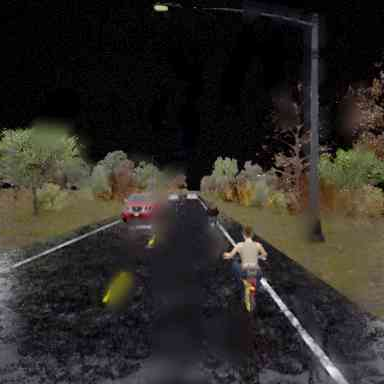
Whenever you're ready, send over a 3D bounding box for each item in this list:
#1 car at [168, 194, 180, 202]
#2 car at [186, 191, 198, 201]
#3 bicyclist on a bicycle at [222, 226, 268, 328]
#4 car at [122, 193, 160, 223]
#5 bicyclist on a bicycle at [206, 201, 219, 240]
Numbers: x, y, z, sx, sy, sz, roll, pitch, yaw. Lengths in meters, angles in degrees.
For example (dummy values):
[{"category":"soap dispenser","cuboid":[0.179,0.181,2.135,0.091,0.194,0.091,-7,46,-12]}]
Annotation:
[{"category":"car","cuboid":[-3.523,1.181,64.827,1.812,1.442,4.674,0,0,0]},{"category":"car","cuboid":[-0.003,0.854,70.800,2.150,2.045,5.566,0,0,0]},{"category":"bicyclist on a bicycle","cuboid":[0.980,1.399,5.930,0.866,1.612,1.509,0,0,0]},{"category":"car","cuboid":[-3.603,1.076,24.393,2.150,2.045,5.566,0,0,0]},{"category":"bicyclist on a bicycle","cuboid":[0.960,1.277,15.482,0.659,1.776,1.843,0,1,0]}]
